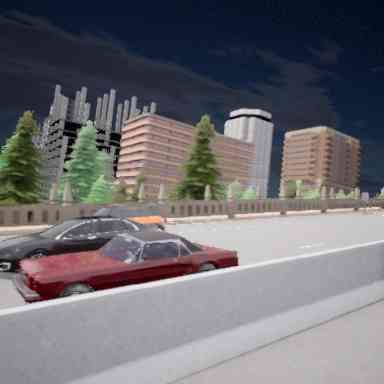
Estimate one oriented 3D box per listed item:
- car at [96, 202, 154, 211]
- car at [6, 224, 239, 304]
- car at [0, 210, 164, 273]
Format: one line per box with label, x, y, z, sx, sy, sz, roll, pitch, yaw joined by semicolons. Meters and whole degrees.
car;-3.439;1.356;14.439;4.553;1.767;2.097;0;0;-35
car;-1.278;1.603;7.382;4.718;1.301;1.895;0;0;-36
car;-3.302;1.506;10.237;4.892;1.490;1.837;0;0;-36
